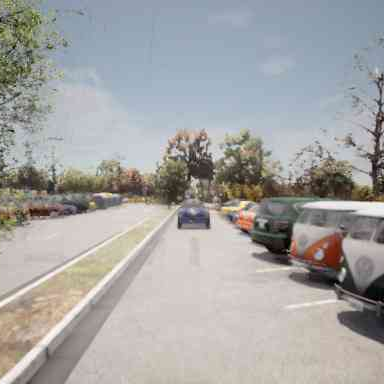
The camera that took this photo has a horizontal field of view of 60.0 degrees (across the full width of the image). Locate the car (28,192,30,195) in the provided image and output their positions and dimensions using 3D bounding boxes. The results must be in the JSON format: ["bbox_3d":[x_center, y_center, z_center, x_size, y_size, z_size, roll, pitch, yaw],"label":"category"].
[{"bbox_3d":[-25.948,0.925,53.759,2.435,2.045,5.566,1,-1,-19],"label":"car"}]

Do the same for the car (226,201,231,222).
[{"bbox_3d":[4.868,1.376,21.050,4.553,1.767,2.185,1,0,-20],"label":"car"}]

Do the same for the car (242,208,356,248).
[{"bbox_3d":[4.833,1.537,15.087,4.674,1.452,2.002,1,0,-20],"label":"car"}]

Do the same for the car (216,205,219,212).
[{"bbox_3d":[5.018,1.506,27.895,5.366,1.575,1.946,1,0,-20],"label":"car"}]

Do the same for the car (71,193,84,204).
[{"bbox_3d":[-24.297,1.452,70.728,2.435,2.045,5.566,1,-3,-19],"label":"car"}]

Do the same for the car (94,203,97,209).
[{"bbox_3d":[-13.442,1.470,37.115,5.366,1.575,1.946,-1,1,-20],"label":"car"}]

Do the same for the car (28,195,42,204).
[{"bbox_3d":[-33.352,1.580,70.861,2.185,1.767,4.553,1,-3,-19],"label":"car"}]

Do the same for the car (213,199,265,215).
[{"bbox_3d":[4.862,1.511,34.614,4.892,1.521,2.231,1,0,-20],"label":"car"}]

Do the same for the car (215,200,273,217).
[{"bbox_3d":[4.844,1.510,31.220,4.892,1.521,2.231,1,0,-20],"label":"car"}]

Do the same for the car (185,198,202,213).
[{"bbox_3d":[0.136,1.495,38.930,1.882,1.535,5.008,0,0,0],"label":"car"}]

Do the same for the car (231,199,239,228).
[{"bbox_3d":[4.803,1.373,18.060,4.553,1.767,2.185,1,0,-20],"label":"car"}]

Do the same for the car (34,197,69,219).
[{"bbox_3d":[-13.315,1.489,28.114,5.008,1.535,2.097,-1,0,-20],"label":"car"}]

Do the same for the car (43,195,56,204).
[{"bbox_3d":[-30.315,1.577,70.757,2.185,1.767,4.553,1,-3,-19],"label":"car"}]

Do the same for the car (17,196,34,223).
[{"bbox_3d":[-13.306,1.358,22.096,4.553,1.767,2.185,-1,0,-20],"label":"car"}]

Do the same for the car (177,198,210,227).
[{"bbox_3d":[0.109,1.370,22.785,2.097,1.767,4.553,0,0,0],"label":"car"}]

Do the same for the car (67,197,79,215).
[{"bbox_3d":[-13.296,1.529,31.139,4.674,1.452,2.002,-1,0,-20],"label":"car"}]

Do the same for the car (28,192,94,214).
[{"bbox_3d":[-13.309,1.232,34.140,5.566,2.045,2.435,-1,0,-20],"label":"car"}]

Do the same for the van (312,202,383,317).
[{"bbox_3d":[4.724,1.263,6.117,4.442,1.987,1.878,1,0,-20],"label":"van"}]

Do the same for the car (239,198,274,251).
[{"bbox_3d":[4.859,1.244,12.125,5.566,2.045,2.435,1,0,-20],"label":"car"}]

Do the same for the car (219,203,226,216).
[{"bbox_3d":[4.815,1.533,24.420,4.792,1.488,2.163,1,0,-20],"label":"car"}]

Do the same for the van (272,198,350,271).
[{"bbox_3d":[4.722,1.265,9.095,4.442,1.987,1.878,1,0,-20],"label":"van"}]

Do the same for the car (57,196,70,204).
[{"bbox_3d":[-27.301,1.704,70.745,2.231,1.521,4.892,1,-3,-19],"label":"car"}]
